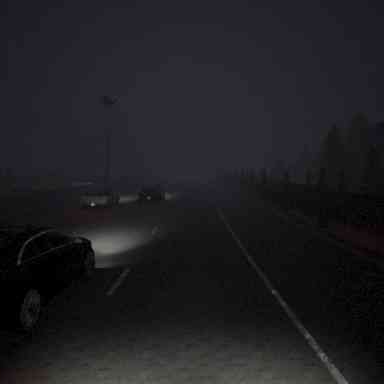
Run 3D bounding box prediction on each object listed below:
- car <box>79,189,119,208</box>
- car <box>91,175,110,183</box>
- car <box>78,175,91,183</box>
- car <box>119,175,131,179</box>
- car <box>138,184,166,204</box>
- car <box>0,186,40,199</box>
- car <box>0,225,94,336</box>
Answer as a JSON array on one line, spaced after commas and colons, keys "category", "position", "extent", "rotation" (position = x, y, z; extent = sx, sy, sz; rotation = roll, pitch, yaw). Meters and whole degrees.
[{"category": "car", "position": [-6.841, 0.413, 25.157], "extent": [1.895, 1.301, 4.718], "rotation": [0, 4, 0]}, {"category": "car", "position": [-17.336, -2.597, 64.671], "extent": [2.128, 1.511, 4.902], "rotation": [0, 4, 0]}, {"category": "car", "position": [-20.826, -2.667, 66.072], "extent": [2.033, 1.411, 5.357], "rotation": [0, 4, 0]}, {"category": "car", "position": [-13.818, -2.885, 69.108], "extent": [2.033, 1.411, 5.357], "rotation": [0, 4, 0]}, {"category": "car", "position": [-3.331, 0.083, 28.140], "extent": [2.128, 1.511, 4.902], "rotation": [0, 4, 0]}, {"category": "car", "position": [-14.028, 0.233, 27.089], "extent": [1.994, 1.385, 4.181], "rotation": [0, 4, 0]}, {"category": "car", "position": [-3.393, 1.405, 6.544], "extent": [2.128, 1.511, 4.902], "rotation": [0, 2, 0]}]
